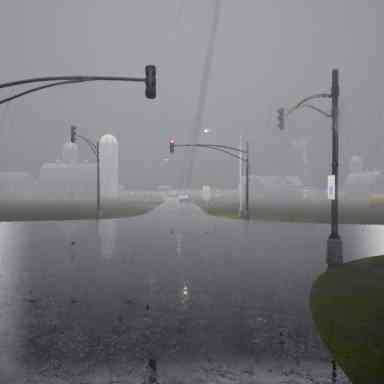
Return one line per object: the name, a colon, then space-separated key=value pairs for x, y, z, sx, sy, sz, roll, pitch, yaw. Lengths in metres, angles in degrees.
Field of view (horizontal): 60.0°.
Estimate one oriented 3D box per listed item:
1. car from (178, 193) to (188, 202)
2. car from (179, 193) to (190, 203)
car: x=-2.109 y=1.193 z=80.009 sx=2.150 sy=2.045 sz=5.566 roll=0 pitch=0 yaw=-4
car: x=-1.523 y=1.557 z=69.974 sx=1.812 sy=1.442 sz=4.674 roll=0 pitch=0 yaw=-3
